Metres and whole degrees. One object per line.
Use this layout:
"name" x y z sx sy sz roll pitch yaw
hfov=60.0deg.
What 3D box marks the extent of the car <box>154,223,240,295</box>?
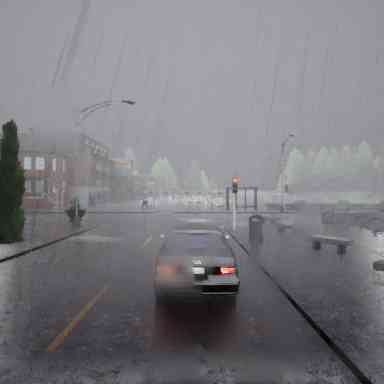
"car" 0.098 1.547 8.855 2.033 1.411 5.357 0 0 0
